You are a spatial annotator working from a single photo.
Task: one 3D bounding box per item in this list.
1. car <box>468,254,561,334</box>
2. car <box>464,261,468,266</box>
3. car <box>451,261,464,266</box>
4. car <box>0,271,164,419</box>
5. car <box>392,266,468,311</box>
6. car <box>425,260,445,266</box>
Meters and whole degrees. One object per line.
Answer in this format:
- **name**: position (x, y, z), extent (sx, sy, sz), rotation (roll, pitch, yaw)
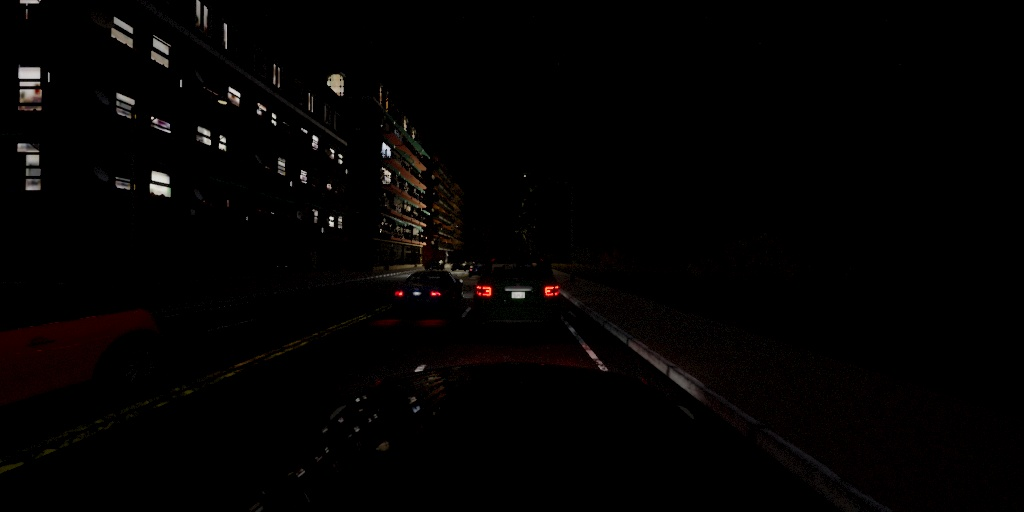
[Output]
- **car**: position (0.104, 0.973, 10.765), extent (2.150, 2.045, 5.566), rotation (0, 0, -1)
- **car**: position (-3.147, 1.302, 35.189), extent (2.033, 1.411, 5.357), rotation (0, 0, 0)
- **car**: position (-6.590, 1.301, 46.025), extent (2.033, 1.411, 5.357), rotation (0, 0, 0)
- **car**: position (-6.602, 1.102, 3.735), extent (2.097, 1.767, 4.553), rotation (0, 0, 0)
- **car**: position (-3.150, 1.299, 14.390), extent (2.033, 1.411, 5.357), rotation (0, 0, 0)
- **car**: position (-9.839, 1.245, 45.921), extent (2.128, 1.511, 4.902), rotation (0, 0, 0)
